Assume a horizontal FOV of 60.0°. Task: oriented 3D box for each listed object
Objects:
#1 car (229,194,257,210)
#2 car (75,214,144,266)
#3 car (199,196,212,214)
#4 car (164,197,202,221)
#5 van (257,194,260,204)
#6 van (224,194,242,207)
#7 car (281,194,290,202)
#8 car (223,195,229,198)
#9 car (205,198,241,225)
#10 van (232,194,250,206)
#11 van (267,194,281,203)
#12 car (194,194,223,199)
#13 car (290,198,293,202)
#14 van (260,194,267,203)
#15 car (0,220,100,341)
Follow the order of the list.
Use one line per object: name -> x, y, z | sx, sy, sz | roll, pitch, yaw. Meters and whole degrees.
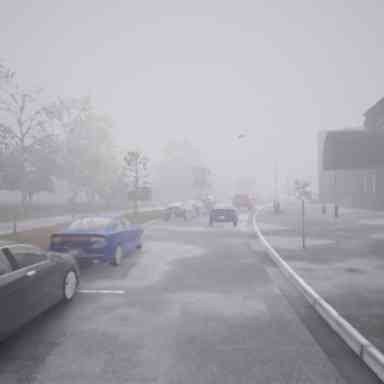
car -> 6.589, 1.229, 42.198 | 2.150, 2.045, 5.566 | -1, 0, 17
car -> -3.042, 1.492, 11.640 | 2.097, 1.535, 5.008 | 0, 0, 5
car -> 0.185, 1.522, 33.018 | 2.231, 1.521, 4.892 | -3, 0, 12
car -> -0.956, 1.517, 27.544 | 2.231, 1.521, 4.892 | -3, 0, 12
van -> 11.171, 1.415, 64.775 | 1.878, 1.987, 4.442 | -3, -1, 24
van -> 6.733, 1.350, 54.508 | 1.878, 1.987, 4.442 | -3, -1, 19
car -> 22.155, 1.577, 84.124 | 2.435, 2.045, 5.566 | -3, -1, 31
car -> 4.846, 1.548, 49.322 | 1.946, 1.575, 5.366 | -3, -1, 20
car -> 2.378, 1.486, 24.244 | 1.882, 1.535, 5.008 | 0, 0, 10
van -> 8.864, 1.379, 59.681 | 1.878, 1.987, 4.442 | -3, -1, 24
van -> 19.175, 1.553, 79.498 | 1.878, 1.987, 4.442 | -3, -1, 30
car -> 1.513, 1.275, 38.485 | 2.435, 2.045, 5.566 | -3, -1, 15
car -> 25.337, 1.911, 88.684 | 2.002, 1.452, 4.674 | -3, -1, 35
van -> 13.638, 1.456, 69.779 | 1.878, 1.987, 4.442 | -3, -1, 26
car -> -3.443, 1.491, 5.325 | 2.231, 1.521, 4.892 | 0, 0, 3
